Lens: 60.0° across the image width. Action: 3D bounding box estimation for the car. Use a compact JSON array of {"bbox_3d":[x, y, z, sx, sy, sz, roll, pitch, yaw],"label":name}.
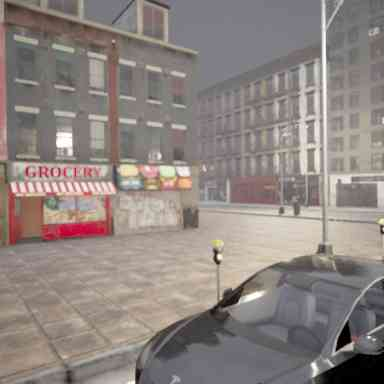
[{"bbox_3d":[1.477,1.518,3.861,4.313,1.339,1.947,-1,0,-35],"label":"car"}]
